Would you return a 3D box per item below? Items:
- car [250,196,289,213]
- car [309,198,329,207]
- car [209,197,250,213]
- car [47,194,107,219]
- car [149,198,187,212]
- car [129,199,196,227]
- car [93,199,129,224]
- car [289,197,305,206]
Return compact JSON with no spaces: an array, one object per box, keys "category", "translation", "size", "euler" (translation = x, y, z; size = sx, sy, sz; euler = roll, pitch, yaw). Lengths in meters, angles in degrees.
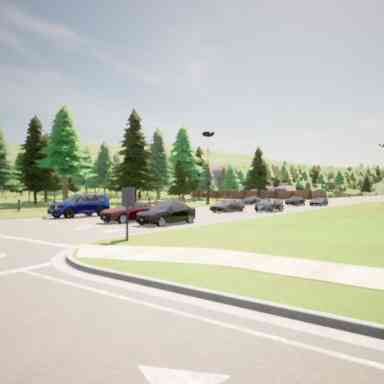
[{"category":"car","translation":[8.575,1.489,36.936],"size":[2.128,1.511,4.902],"euler":[0,0,36]},{"category":"car","translation":[20.152,1.576,52.561],"size":[2.033,1.411,5.357],"euler":[0,0,36]},{"category":"car","translation":[3.989,1.545,36.607],"size":[2.033,1.411,5.357],"euler":[0,0,36]},{"category":"car","translation":[-9.878,1.218,29.534],"size":[2.150,2.045,5.566],"euler":[0,0,37]},{"category":"car","translation":[-2.753,1.522,39.226],"size":[1.812,1.442,4.674],"euler":[0,0,36]},{"category":"car","translation":[-1.690,1.476,22.943],"size":[1.882,1.535,5.008],"euler":[0,0,36]},{"category":"car","translation":[-4.559,1.475,24.950],"size":[1.882,1.535,5.008],"euler":[0,0,36]},{"category":"car","translation":[16.776,1.476,53.894],"size":[1.882,1.535,5.008],"euler":[0,0,37]}]
